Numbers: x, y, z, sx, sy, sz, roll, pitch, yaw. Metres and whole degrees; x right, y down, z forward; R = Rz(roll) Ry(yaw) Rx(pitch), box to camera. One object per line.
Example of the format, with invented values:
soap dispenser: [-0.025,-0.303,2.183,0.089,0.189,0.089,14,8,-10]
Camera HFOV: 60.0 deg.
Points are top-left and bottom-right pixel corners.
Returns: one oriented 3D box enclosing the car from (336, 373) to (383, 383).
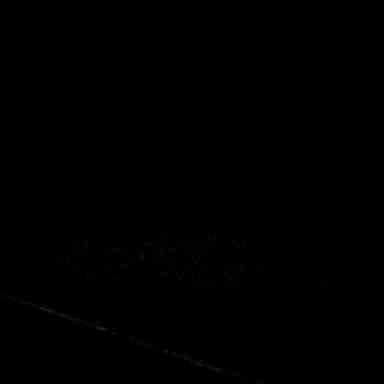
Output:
car: [2.587,1.535,1.117,4.403,1.369,2.008,-1,0,36]
